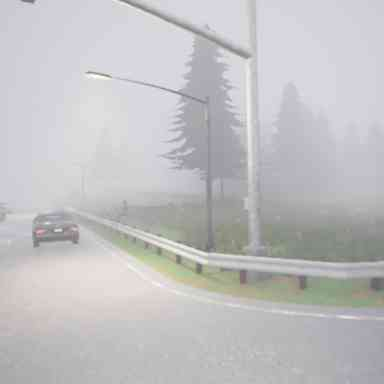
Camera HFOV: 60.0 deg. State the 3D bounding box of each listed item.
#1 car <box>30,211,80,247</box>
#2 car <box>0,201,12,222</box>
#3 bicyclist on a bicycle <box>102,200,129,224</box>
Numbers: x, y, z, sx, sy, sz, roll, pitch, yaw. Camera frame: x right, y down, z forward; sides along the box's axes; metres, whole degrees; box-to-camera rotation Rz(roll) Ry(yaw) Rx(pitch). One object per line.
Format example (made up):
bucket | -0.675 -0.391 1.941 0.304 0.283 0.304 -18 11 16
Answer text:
car | -6.442 1.584 15.535 2.033 1.411 5.357 -1 0 -26
car | -16.264 1.660 27.187 2.128 1.511 4.902 -1 0 -26
bicyclist on a bicycle | -4.228 1.255 19.362 1.656 1.620 0.582 42 -19 -18
